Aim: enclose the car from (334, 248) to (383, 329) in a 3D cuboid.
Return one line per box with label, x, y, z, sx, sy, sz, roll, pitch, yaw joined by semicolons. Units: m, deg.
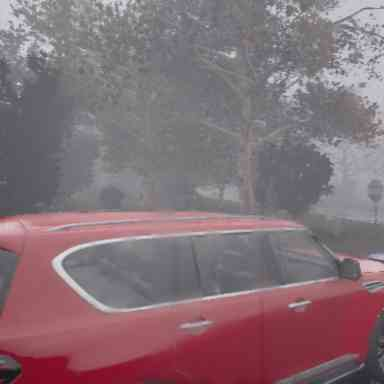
car;5.605;1.582;6.801;5.008;1.535;2.097;1;0;-26
